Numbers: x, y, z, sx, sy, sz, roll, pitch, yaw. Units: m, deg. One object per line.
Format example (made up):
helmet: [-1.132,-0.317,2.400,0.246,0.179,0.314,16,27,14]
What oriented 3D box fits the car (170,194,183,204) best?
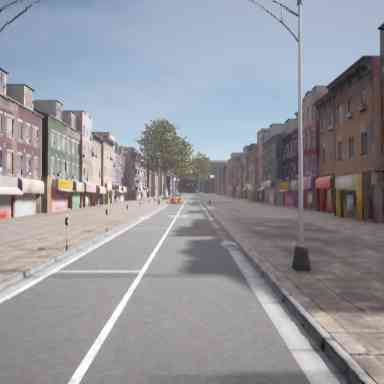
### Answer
car: [-2.750,1.196,60.269,2.097,1.767,4.553,0,0,0]
